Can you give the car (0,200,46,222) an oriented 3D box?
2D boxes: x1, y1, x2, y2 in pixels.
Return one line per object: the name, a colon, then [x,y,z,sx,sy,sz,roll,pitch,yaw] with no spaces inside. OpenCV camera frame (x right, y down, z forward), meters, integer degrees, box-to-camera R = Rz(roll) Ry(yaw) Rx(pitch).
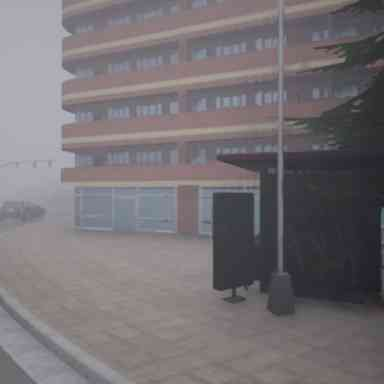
car: [-13.948,1.489,27.595,2.097,1.767,4.553,0,0,-2]
